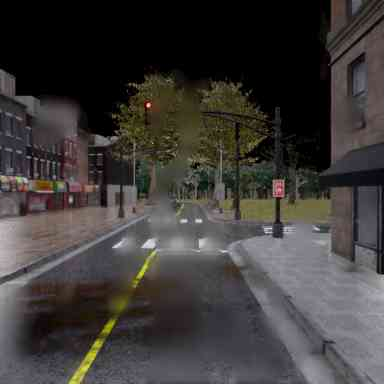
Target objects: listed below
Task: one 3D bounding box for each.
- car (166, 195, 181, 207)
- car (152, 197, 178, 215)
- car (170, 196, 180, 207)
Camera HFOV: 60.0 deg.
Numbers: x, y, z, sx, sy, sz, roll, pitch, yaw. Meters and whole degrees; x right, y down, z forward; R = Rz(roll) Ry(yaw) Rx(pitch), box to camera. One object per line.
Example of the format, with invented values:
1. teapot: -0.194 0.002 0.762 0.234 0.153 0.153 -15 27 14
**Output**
1. car: -2.979 1.446 54.229 2.097 1.767 4.553 0 0 0
2. car: -2.919 1.529 34.090 2.128 1.511 4.902 0 0 0
3. car: -2.943 1.614 43.998 2.033 1.411 5.357 0 0 0
